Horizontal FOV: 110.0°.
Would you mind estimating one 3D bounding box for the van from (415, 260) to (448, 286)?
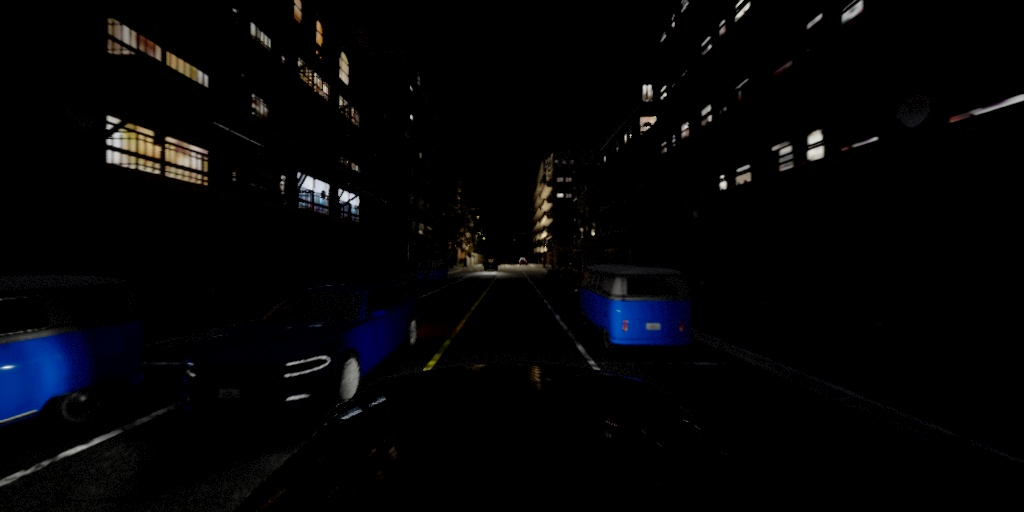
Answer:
[{"bbox_3d":[-5.685,1.153,25.667,1.690,1.789,3.998,0,0,0],"label":"van"}]

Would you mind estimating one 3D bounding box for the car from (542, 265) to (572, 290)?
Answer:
[{"bbox_3d":[2.695,1.362,20.006,1.948,1.339,4.313,0,0,0],"label":"car"}]

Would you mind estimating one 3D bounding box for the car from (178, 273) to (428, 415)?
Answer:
[{"bbox_3d":[-3.099,1.239,6.430,1.882,1.535,5.008,0,0,0],"label":"car"}]

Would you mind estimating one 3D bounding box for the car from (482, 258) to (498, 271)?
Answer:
[{"bbox_3d":[-2.992,1.417,52.340,2.128,1.511,4.902,0,0,0],"label":"car"}]

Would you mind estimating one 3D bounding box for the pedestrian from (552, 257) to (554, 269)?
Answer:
[{"bbox_3d":[6.144,1.046,54.391,0.375,1.860,0.375,0,0,0],"label":"pedestrian"}]

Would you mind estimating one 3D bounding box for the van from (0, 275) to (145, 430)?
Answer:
[{"bbox_3d":[-5.688,1.094,3.020,1.690,1.789,3.998,0,0,0],"label":"van"}]

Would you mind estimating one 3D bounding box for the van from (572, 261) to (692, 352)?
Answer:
[{"bbox_3d":[2.693,1.107,8.682,1.690,1.789,3.998,0,0,0],"label":"van"}]

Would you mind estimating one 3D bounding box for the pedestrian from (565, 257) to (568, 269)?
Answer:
[{"bbox_3d":[8.144,1.093,53.790,0.375,1.860,0.375,0,0,0],"label":"pedestrian"}]

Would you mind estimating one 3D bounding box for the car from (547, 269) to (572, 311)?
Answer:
[{"bbox_3d":[2.694,1.347,14.343,1.948,1.339,4.313,0,0,0],"label":"car"}]
